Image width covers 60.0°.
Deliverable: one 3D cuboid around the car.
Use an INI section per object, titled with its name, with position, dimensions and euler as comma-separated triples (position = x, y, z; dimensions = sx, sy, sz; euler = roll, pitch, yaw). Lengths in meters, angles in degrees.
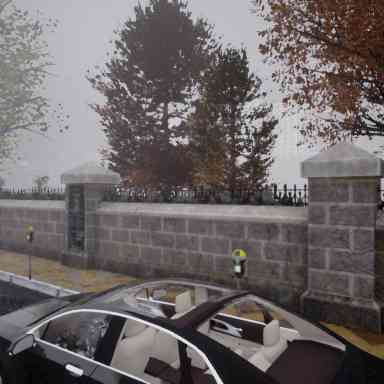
[car]
position = -0.421, 1.551, 3.177
dimensions = 4.403, 1.369, 2.008
euler = 0, 0, 35
